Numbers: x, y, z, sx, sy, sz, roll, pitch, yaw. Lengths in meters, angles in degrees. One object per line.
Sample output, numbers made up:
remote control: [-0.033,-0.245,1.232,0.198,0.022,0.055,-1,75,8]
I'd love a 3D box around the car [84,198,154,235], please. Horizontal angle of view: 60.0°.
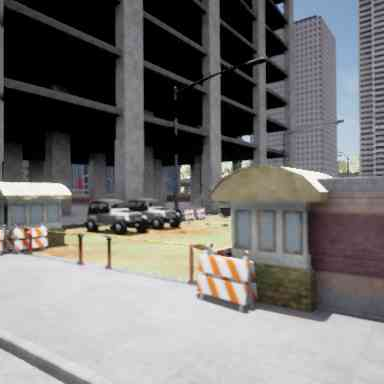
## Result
car: [-4.361,1.345,18.844,3.866,1.878,1.905,-1,-1,36]

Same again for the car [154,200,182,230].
car: [-2.625,1.346,21.218,3.866,1.878,1.905,-1,-1,36]
